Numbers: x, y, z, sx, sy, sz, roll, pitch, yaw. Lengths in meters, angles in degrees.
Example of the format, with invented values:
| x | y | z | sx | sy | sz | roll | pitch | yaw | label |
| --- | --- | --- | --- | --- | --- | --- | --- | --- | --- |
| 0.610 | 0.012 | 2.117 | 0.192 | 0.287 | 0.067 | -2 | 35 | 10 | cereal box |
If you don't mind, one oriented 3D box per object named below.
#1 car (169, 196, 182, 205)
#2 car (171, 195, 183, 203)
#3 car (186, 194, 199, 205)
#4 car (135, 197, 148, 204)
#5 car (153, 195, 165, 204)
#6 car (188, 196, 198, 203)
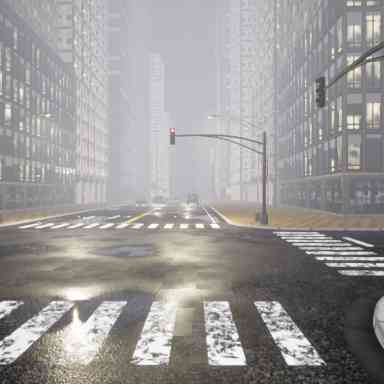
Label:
| x | y | z | sx | sy | sz | roll | pitch | yaw | label |
| --- | --- | --- | --- | --- | --- | --- | --- | --- | --- |
| -3.130 | 1.702 | 60.206 | 1.895 | 1.301 | 4.718 | 0 | 0 | 0 | car |
| -3.110 | 1.495 | 70.178 | 2.128 | 1.511 | 4.902 | 0 | 0 | 0 | car |
| 0.120 | 1.322 | 60.201 | 2.150 | 2.045 | 5.566 | 0 | 0 | 0 | car |
| -9.622 | 1.663 | 64.357 | 2.033 | 1.411 | 5.357 | 0 | 0 | 0 | car |
| -6.372 | 1.468 | 64.382 | 2.097 | 1.767 | 4.553 | 0 | 0 | 0 | car |
| 0.141 | 1.541 | 70.588 | 1.994 | 1.385 | 4.181 | 0 | 0 | 0 | car |
